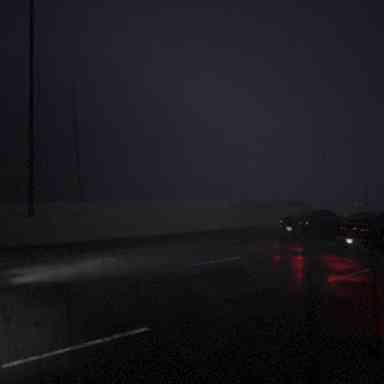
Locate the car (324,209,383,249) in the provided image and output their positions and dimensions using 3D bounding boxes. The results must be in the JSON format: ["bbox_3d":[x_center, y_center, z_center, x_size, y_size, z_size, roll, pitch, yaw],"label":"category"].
[{"bbox_3d":[7.723,1.534,13.553,4.892,1.490,1.837,0,0,-36],"label":"car"}]

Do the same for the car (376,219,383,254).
[{"bbox_3d":[7.334,1.515,8.976,4.902,1.511,2.128,0,0,-36],"label":"car"}]

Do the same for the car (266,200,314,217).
[{"bbox_3d":[9.607,1.561,32.397,4.892,1.490,1.837,0,0,-36],"label":"car"}]

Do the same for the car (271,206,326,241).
[{"bbox_3d":[6.420,1.557,16.924,4.674,1.442,1.812,0,0,-36],"label":"car"}]
